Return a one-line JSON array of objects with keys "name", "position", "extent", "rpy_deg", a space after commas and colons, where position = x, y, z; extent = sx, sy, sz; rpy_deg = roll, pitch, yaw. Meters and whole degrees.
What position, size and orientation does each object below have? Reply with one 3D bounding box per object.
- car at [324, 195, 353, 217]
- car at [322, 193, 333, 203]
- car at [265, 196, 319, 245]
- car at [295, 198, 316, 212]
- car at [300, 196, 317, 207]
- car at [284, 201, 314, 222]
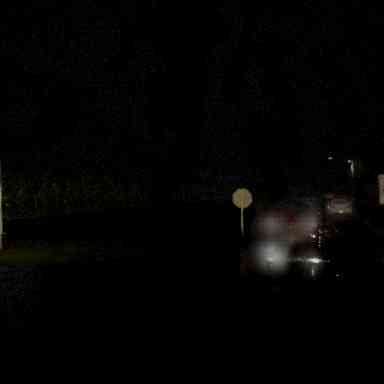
[{"name": "car", "position": [12.267, 1.279, 27.749], "extent": [1.812, 1.442, 4.674], "rpy_deg": [-1, 0, 21]}, {"name": "car", "position": [23.406, 1.016, 56.934], "extent": [1.837, 1.490, 4.892], "rpy_deg": [-1, 0, 21]}, {"name": "car", "position": [4.544, 1.264, 15.109], "extent": [2.097, 1.767, 4.553], "rpy_deg": [-1, 0, 18]}, {"name": "car", "position": [12.212, 1.353, 35.706], "extent": [1.895, 1.301, 4.718], "rpy_deg": [-1, 0, 21]}, {"name": "car", "position": [15.793, 1.239, 44.980], "extent": [1.994, 1.385, 4.181], "rpy_deg": [-1, 0, 22]}, {"name": "car", "position": [8.420, 1.433, 25.889], "extent": [1.895, 1.301, 4.718], "rpy_deg": [-1, 0, 21]}]
